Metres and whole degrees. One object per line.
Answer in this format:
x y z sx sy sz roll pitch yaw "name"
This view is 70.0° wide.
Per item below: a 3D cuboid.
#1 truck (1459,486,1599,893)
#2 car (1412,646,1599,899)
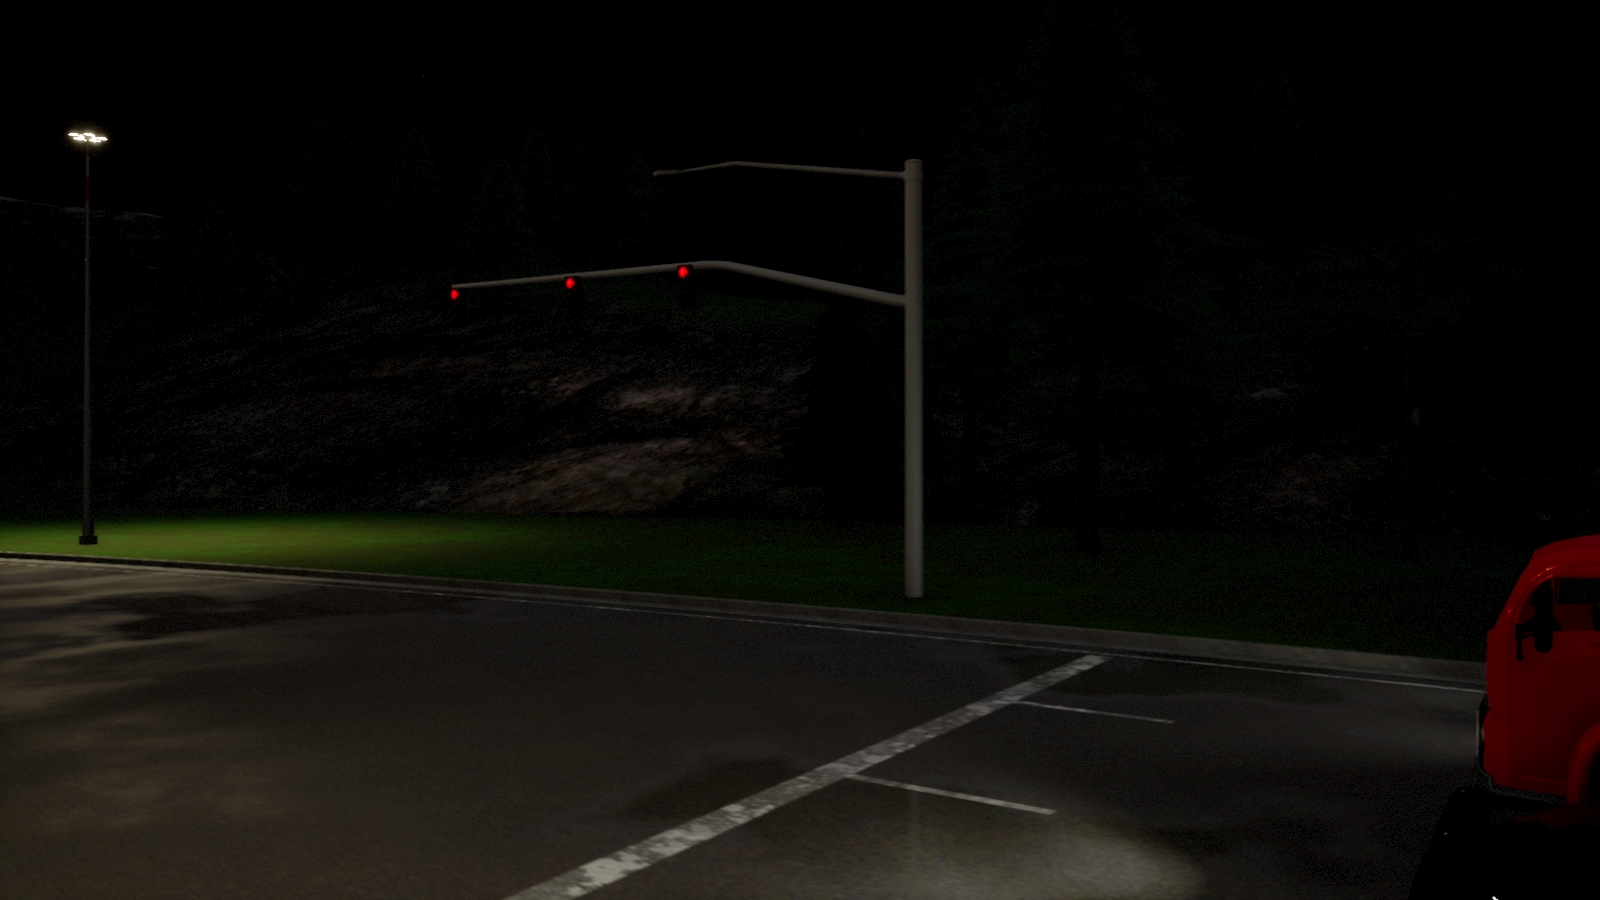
7.304 1.579 7.216 5.204 2.467 2.627 1 1 35 "truck"
5.439 1.982 4.383 5.238 1.638 2.097 0 0 35 "car"
